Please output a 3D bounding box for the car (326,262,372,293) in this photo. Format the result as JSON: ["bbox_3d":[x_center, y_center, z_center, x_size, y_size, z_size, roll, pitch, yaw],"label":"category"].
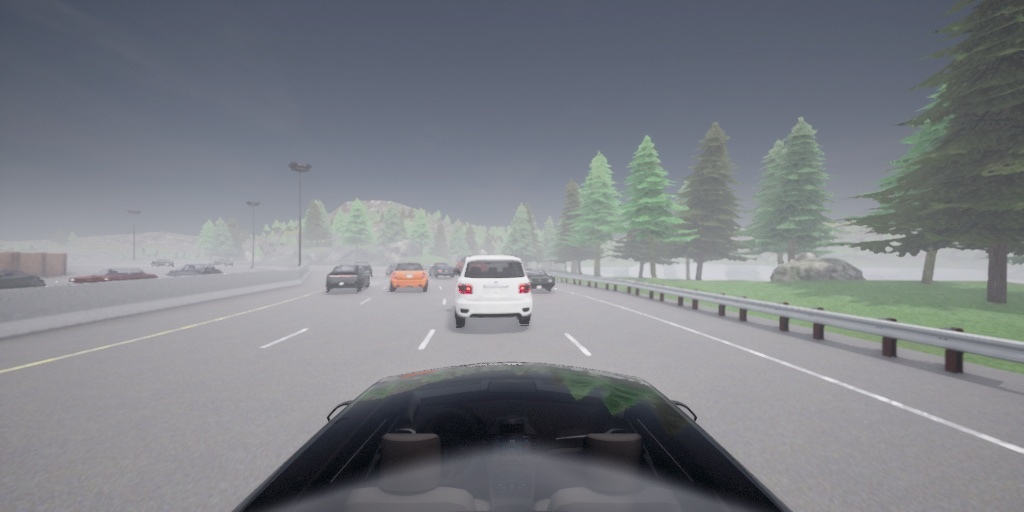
[{"bbox_3d":[-9.789,1.307,21.640,2.128,1.511,4.902,0,0,-15],"label":"car"}]

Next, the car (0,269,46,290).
[{"bbox_3d":[-27.246,1.373,18.649,1.994,1.385,4.181,0,0,-17],"label":"car"}]

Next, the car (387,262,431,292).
[{"bbox_3d":[-6.383,1.171,22.337,2.097,1.767,4.553,0,0,-15],"label":"car"}]

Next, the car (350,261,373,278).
[{"bbox_3d":[-15.555,1.343,36.861,1.882,1.535,5.008,0,0,-26],"label":"car"}]

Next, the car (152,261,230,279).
[{"bbox_3d":[-21.929,1.320,24.804,2.128,1.511,4.902,0,0,-21],"label":"car"}]

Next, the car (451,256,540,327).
[{"bbox_3d":[-0.755,1.007,11.901,2.150,2.045,5.566,0,0,-7],"label":"car"}]

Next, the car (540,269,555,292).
[{"bbox_3d":[0.996,1.415,21.866,1.895,1.301,4.718,0,0,-13],"label":"car"}]

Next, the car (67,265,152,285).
[{"bbox_3d":[-24.691,1.422,22.370,1.895,1.301,4.718,0,0,-19],"label":"car"}]

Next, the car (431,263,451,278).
[{"bbox_3d":[-6.982,1.405,35.149,2.033,1.411,5.357,0,0,-23],"label":"car"}]

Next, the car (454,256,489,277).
[{"bbox_3d":[-4.393,1.086,37.855,2.150,2.045,5.566,0,0,-24],"label":"car"}]
